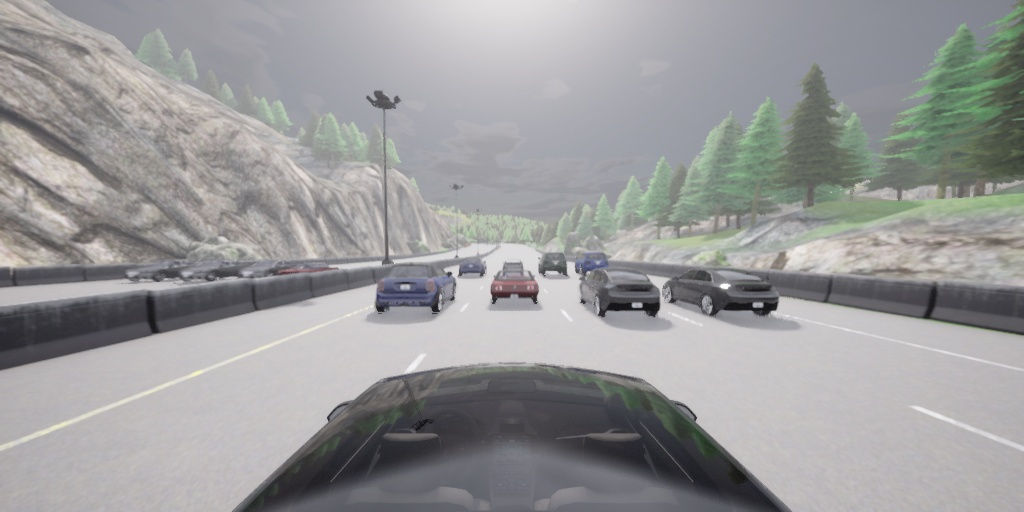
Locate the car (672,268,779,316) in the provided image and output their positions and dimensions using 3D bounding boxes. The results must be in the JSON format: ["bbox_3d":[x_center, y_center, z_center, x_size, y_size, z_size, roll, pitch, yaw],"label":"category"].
[{"bbox_3d":[7.100,1.150,12.771,1.837,1.490,4.892,0,0,0],"label":"car"}]

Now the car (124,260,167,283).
[{"bbox_3d":[-24.597,1.014,25.636,2.128,1.511,4.902,0,1,0],"label":"car"}]

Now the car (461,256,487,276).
[{"bbox_3d":[-3.400,0.817,31.743,2.097,1.767,4.553,0,1,0],"label":"car"}]

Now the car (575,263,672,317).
[{"bbox_3d":[3.600,1.150,12.733,1.837,1.490,4.892,0,0,0],"label":"car"}]

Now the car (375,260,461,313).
[{"bbox_3d":[-3.400,0.990,13.546,2.097,1.767,4.553,0,1,0],"label":"car"}]

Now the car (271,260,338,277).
[{"bbox_3d":[-14.099,1.130,24.939,1.895,1.301,4.718,0,1,0],"label":"car"}]

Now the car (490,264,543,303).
[{"bbox_3d":[0.100,1.218,15.739,1.895,1.301,4.718,0,1,0],"label":"car"}]

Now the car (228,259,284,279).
[{"bbox_3d":[-17.597,1.009,26.215,2.128,1.511,4.902,0,1,0],"label":"car"}]

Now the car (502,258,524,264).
[{"bbox_3d":[0.100,0.946,32.913,2.128,1.511,4.902,0,1,0],"label":"car"}]

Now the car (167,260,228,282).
[{"bbox_3d":[-21.097,1.014,25.679,2.128,1.511,4.902,0,1,0],"label":"car"}]

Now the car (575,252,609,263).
[{"bbox_3d":[7.100,0.682,32.302,2.150,2.045,5.566,0,1,0],"label":"car"}]

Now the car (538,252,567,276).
[{"bbox_3d":[3.600,0.682,32.240,2.150,2.045,5.566,0,1,0],"label":"car"}]
